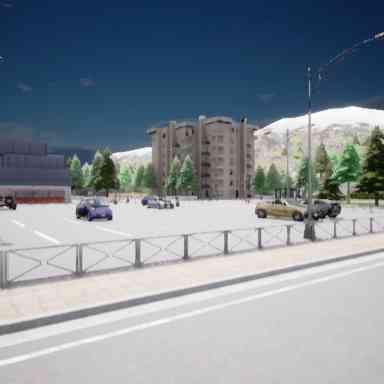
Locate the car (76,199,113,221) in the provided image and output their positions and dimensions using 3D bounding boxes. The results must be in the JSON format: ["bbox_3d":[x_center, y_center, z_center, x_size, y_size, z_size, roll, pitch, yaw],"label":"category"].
[{"bbox_3d":[-7.088,1.273,24.046,1.845,1.501,3.633,0,0,-36],"label":"car"}]

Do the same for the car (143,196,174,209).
[{"bbox_3d":[-3.802,1.338,39.979,1.970,1.475,3.806,0,0,-36],"label":"car"}]

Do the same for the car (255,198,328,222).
[{"bbox_3d":[7.008,1.286,24.762,2.152,1.636,5.027,0,0,-36],"label":"car"}]

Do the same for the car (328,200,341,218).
[{"bbox_3d":[9.520,1.296,26.641,2.007,1.523,4.514,0,0,-36],"label":"car"}]

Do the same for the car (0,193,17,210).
[{"bbox_3d":[-20.876,1.048,36.970,1.932,1.855,4.605,0,0,-36],"label":"car"}]
